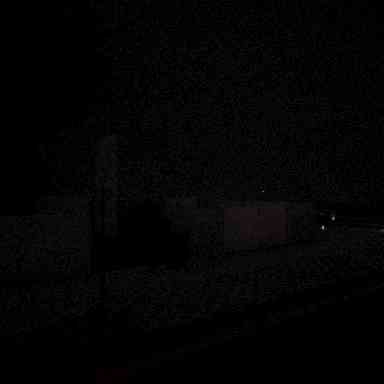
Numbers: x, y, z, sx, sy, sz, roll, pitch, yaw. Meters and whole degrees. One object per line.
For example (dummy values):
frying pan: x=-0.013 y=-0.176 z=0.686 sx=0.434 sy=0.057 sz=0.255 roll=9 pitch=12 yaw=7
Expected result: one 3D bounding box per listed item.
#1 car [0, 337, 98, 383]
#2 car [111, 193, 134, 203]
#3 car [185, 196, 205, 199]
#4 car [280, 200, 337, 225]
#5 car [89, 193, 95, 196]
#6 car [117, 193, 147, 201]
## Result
car: x=-2.592 y=1.525 z=1.191 sx=4.674 sy=1.442 sz=1.812 roll=0 pitch=0 yaw=-35
car: x=-11.006 y=0.910 z=52.356 sx=1.812 sy=1.442 sz=4.674 roll=1 pitch=1 yaw=-36
car: x=0.406 y=1.153 z=31.486 sx=1.882 sy=1.535 sz=5.008 roll=1 pitch=0 yaw=-36
car: x=7.137 y=1.317 z=22.151 sx=2.128 sy=1.511 sz=4.902 roll=1 pitch=0 yaw=-36
car: x=-17.432 y=0.782 z=61.265 sx=2.033 sy=1.411 sz=5.357 roll=1 pitch=0 yaw=-36
car: x=-7.490 y=0.975 z=42.479 sx=1.882 sy=1.535 sz=5.008 roll=1 pitch=1 yaw=-35
